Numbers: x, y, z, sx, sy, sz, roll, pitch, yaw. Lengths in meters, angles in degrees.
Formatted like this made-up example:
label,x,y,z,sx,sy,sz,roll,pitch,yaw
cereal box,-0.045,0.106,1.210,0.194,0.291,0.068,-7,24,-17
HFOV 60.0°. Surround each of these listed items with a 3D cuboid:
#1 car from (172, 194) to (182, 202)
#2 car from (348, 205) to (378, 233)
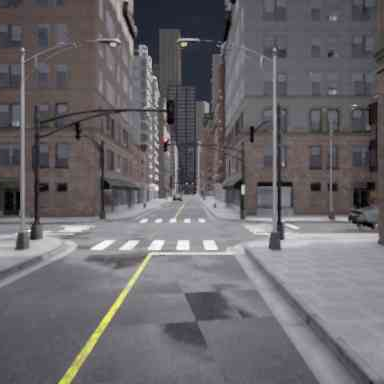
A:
label,x,y,z,sx,sy,sz,roll,pitch,yaw
car,-2.984,1.209,68.508,1.882,1.535,5.008,0,0,0
car,11.432,1.464,18.822,4.902,1.511,2.128,0,0,0
